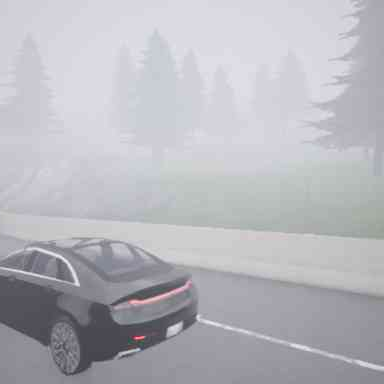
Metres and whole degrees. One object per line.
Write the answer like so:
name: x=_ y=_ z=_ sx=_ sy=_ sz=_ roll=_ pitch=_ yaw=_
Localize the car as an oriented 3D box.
car: x=-2.143 y=1.541 z=5.687 sx=4.902 sy=1.511 sz=2.128 roll=0 pitch=0 yaw=37
